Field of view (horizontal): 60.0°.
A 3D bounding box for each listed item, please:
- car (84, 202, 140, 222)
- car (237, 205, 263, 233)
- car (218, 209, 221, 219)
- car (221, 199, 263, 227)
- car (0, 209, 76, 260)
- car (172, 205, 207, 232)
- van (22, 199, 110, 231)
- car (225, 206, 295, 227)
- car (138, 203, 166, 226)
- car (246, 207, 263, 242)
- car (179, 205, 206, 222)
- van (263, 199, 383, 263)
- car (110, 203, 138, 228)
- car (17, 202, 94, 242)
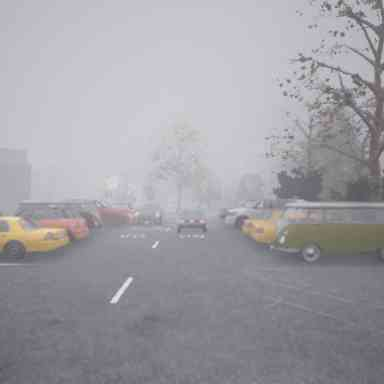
[{"bbox_3d":[-7.186,1.811,30.271,4.553,1.767,2.185,0,-1,0],"label":"car"},{"bbox_3d":[5.274,1.632,16.982,5.366,1.575,1.946,0,-1,0],"label":"car"},{"bbox_3d":[5.033,1.631,28.164,5.566,2.045,2.435,0,-1,0],"label":"car"},{"bbox_3d":[5.059,1.493,22.703,5.566,2.045,2.435,0,-1,0],"label":"car"},{"bbox_3d":[-7.364,1.562,12.173,5.366,1.575,1.946,0,-1,0],"label":"car"},{"bbox_3d":[-0.004,1.791,21.620,2.033,1.411,5.357,0,-1,0],"label":"car"},{"bbox_3d":[-7.064,1.430,18.131,4.442,1.987,1.878,0,-1,0],"label":"van"},{"bbox_3d":[5.068,1.814,25.489,4.892,1.521,2.231,0,-1,0],"label":"car"},{"bbox_3d":[-3.311,1.712,26.608,2.097,1.767,4.553,0,-1,0],"label":"car"},{"bbox_3d":[5.274,1.590,14.321,5.366,1.575,1.946,0,-1,0],"label":"car"},{"bbox_3d":[0.144,2.024,32.767,2.128,1.511,4.902,0,-2,7],"label":"car"},{"bbox_3d":[4.972,1.331,11.530,4.442,1.987,1.878,0,-1,0],"label":"van"},{"bbox_3d":[-7.160,1.530,24.322,5.566,2.045,2.435,0,-1,0],"label":"car"},{"bbox_3d":[-7.148,1.478,15.092,4.553,1.767,2.185,0,-1,0],"label":"car"}]
